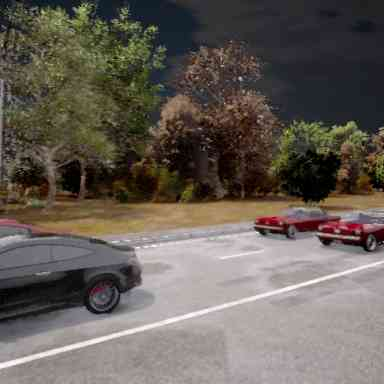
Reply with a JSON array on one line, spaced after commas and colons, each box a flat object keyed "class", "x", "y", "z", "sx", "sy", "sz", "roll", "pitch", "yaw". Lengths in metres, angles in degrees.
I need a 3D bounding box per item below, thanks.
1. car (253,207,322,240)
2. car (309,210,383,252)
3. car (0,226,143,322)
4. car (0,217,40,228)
[{"class": "car", "x": 5.197, "y": 1.423, "z": 16.265, "sx": 4.718, "sy": 1.301, "sz": 1.895, "roll": -1, "pitch": 1, "yaw": -35}, {"class": "car", "x": 7.026, "y": 1.432, "z": 13.270, "sx": 4.718, "sy": 1.301, "sz": 1.895, "roll": -2, "pitch": 1, "yaw": -36}, {"class": "car", "x": -3.164, "y": 1.512, "z": 6.036, "sx": 4.674, "sy": 1.442, "sz": 1.812, "roll": 0, "pitch": 0, "yaw": -35}, {"class": "car", "x": -5.622, "y": 1.459, "z": 8.580, "sx": 5.008, "sy": 1.535, "sz": 1.882, "roll": 0, "pitch": 0, "yaw": -36}]
